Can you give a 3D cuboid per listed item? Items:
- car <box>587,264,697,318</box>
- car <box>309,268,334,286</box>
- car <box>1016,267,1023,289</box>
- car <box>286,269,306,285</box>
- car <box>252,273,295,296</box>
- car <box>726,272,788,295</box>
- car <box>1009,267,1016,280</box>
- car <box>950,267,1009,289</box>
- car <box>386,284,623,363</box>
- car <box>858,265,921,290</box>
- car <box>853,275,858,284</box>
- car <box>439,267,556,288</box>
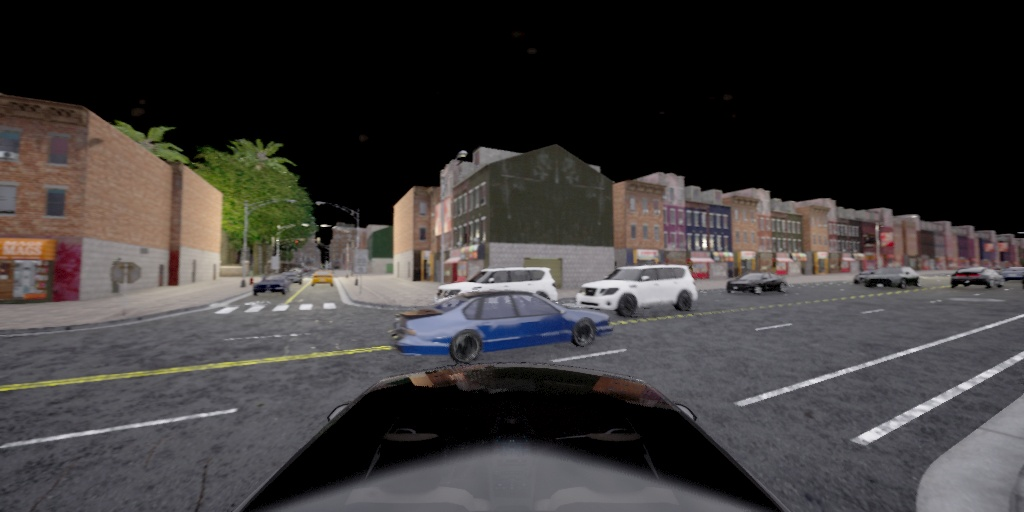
[{"bbox_3d":[5.467,1.405,15.445,5.566,2.045,2.150,0,-3,-27],"label":"car"},{"bbox_3d":[-19.440,2.238,36.902,1.882,1.535,5.008,1,-2,-27],"label":"car"},{"bbox_3d":[35.533,1.453,23.539,5.008,1.535,1.882,0,-2,-27],"label":"car"},{"bbox_3d":[-22.931,2.315,37.275,1.994,1.385,4.181,1,-2,-28],"label":"car"},{"bbox_3d":[-16.894,2.064,25.383,1.895,1.301,4.718,1,-2,-27],"label":"car"},{"bbox_3d":[17.170,1.870,25.159,5.008,1.535,1.882,0,-3,-27],"label":"car"},{"bbox_3d":[45.923,1.668,32.547,4.181,1.385,1.994,0,-2,-27],"label":"car"},{"bbox_3d":[34.539,1.622,26.635,4.892,1.490,1.837,1,-3,-27],"label":"car"},{"bbox_3d":[-0.150,1.537,8.636,5.357,1.411,2.033,0,-3,-27],"label":"car"},{"bbox_3d":[29.559,1.621,27.897,4.553,1.767,2.097,0,-2,-27],"label":"car"},{"bbox_3d":[34.268,2.014,33.919,4.181,1.385,1.994,0,-3,-27],"label":"car"},{"bbox_3d":[-0.617,1.526,15.946,5.566,2.045,2.150,0,-3,-27],"label":"car"}]
